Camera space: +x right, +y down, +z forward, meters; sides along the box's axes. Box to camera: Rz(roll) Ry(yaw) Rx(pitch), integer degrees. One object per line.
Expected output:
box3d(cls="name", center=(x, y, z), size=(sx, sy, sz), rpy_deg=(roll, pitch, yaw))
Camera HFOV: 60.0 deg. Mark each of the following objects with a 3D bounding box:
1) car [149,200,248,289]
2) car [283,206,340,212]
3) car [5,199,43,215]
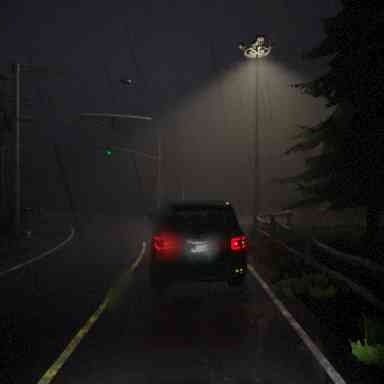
box3d(cls="car", center=(-0.024, 1.228, 9.374), size=(2.150, 2.045, 5.566), rpy_deg=(0, 0, -5))
box3d(cls="car", center=(10.697, 1.643, 30.095), size=(4.718, 1.301, 1.895), rpy_deg=(0, 0, 0))
box3d(cls="car", center=(-17.207, 1.522, 33.748), size=(4.892, 1.490, 1.837), rpy_deg=(0, 0, 30))
